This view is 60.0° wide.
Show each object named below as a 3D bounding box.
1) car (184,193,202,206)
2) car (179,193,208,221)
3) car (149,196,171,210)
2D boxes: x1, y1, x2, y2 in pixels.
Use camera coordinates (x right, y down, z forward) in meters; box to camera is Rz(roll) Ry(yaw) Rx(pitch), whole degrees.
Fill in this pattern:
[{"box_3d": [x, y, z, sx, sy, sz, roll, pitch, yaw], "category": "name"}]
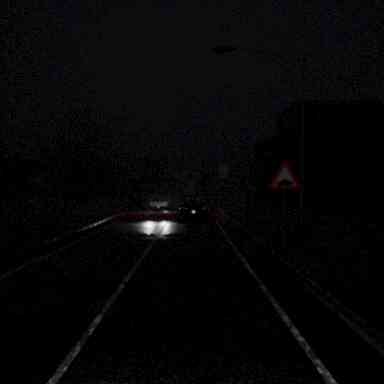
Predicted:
[{"box_3d": [0.102, 0.871, 41.567, 2.033, 1.411, 5.357, 0, 1, 0], "category": "car"}, {"box_3d": [0.100, 1.046, 24.066, 2.163, 1.488, 4.792, 0, 7, 0], "category": "car"}, {"box_3d": [-3.248, 1.115, 34.399, 1.895, 1.301, 4.718, 0, 1, 0], "category": "car"}]
